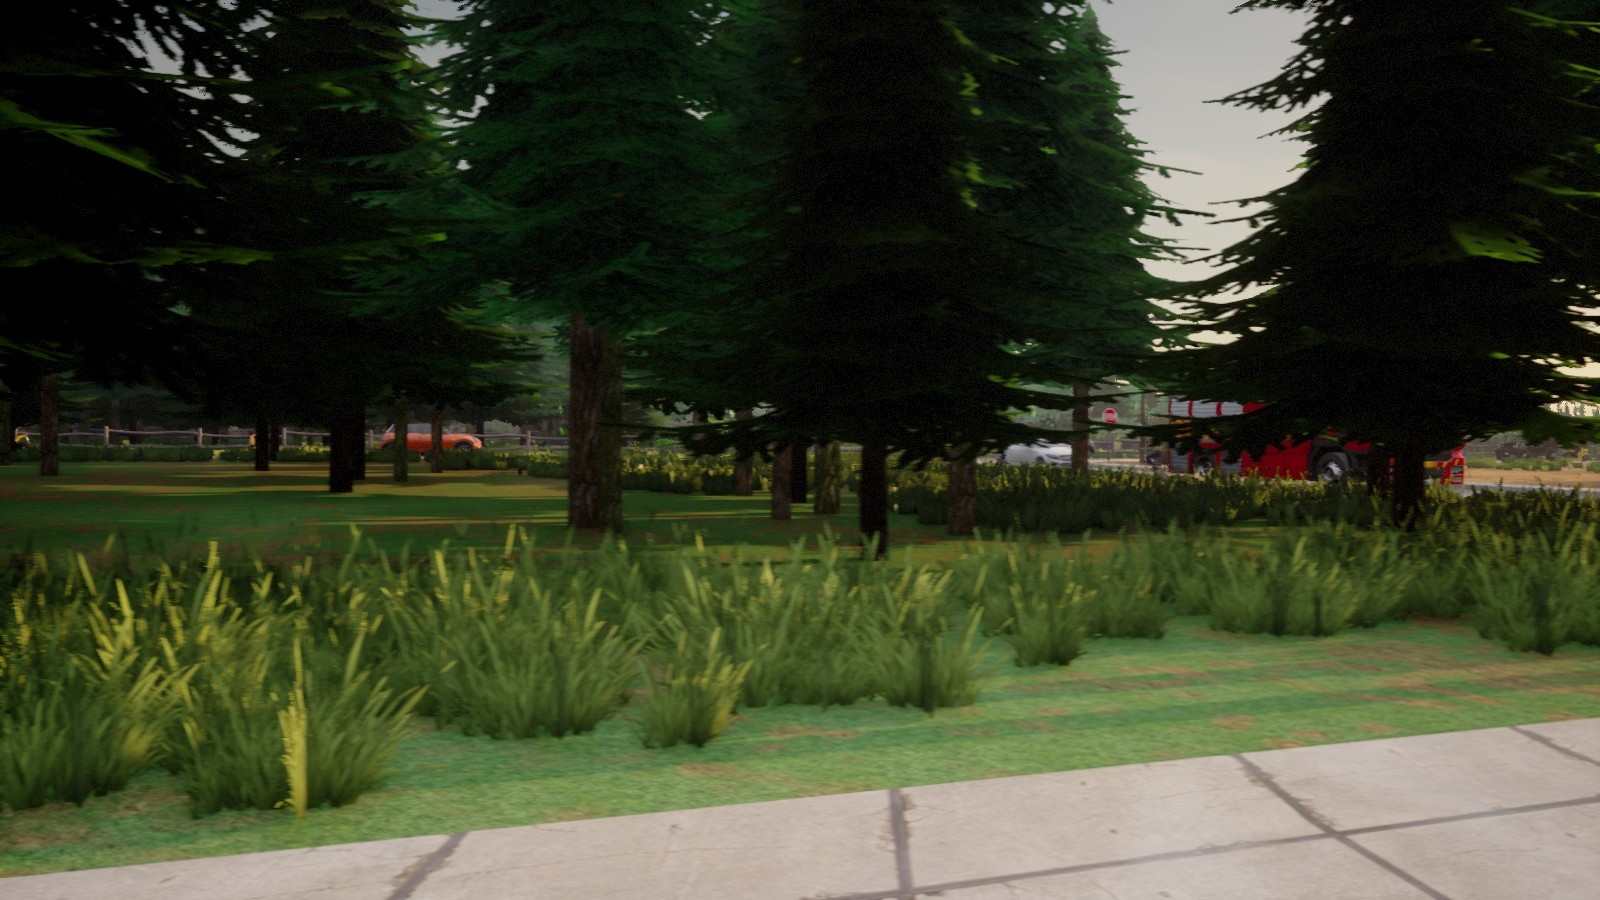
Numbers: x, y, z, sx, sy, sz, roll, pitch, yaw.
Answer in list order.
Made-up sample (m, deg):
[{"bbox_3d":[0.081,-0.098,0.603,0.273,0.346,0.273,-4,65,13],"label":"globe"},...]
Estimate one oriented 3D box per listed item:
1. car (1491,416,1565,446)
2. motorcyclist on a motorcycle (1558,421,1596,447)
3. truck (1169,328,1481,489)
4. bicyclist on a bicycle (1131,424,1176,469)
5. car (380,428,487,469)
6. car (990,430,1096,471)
[{"bbox_3d":[46.400,-1.218,80.052,3.866,1.878,1.905,-1,1,-17],"label":"car"},{"bbox_3d":[47.474,-0.990,76.723,2.044,1.523,0.797,-1,1,-17],"label":"motorcyclist on a motorcycle"},{"bbox_3d":[13.915,-1.049,34.317,2.891,3.827,8.468,-1,1,-20],"label":"truck"},{"bbox_3d":[13.168,-0.143,46.815,0.866,1.612,1.509,-1,1,-20],"label":"bicyclist on a bicycle"},{"bbox_3d":[-16.654,-0.100,57.094,4.553,1.767,2.097,-1,1,-18],"label":"car"},{"bbox_3d":[9.152,-0.024,47.656,1.812,1.442,4.674,-1,1,-19],"label":"car"}]
